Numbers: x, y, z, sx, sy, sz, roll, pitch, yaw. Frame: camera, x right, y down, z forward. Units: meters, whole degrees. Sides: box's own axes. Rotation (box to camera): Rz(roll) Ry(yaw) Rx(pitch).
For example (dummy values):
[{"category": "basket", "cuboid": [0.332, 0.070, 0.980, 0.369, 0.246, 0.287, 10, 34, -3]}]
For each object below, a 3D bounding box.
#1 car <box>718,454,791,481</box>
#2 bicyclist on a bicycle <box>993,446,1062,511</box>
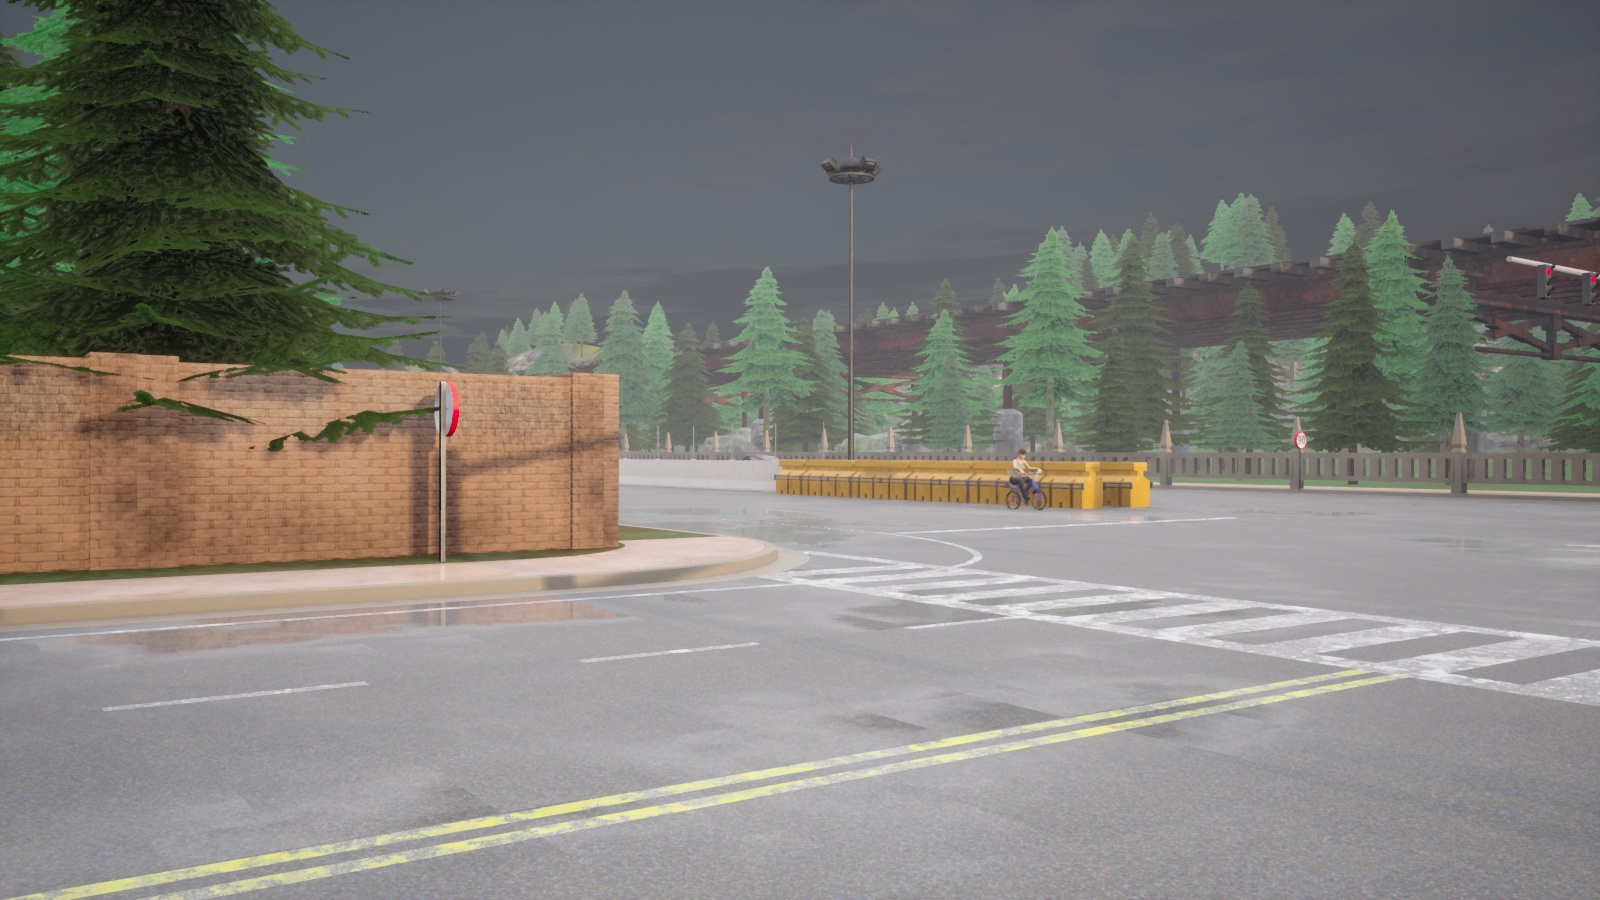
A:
[{"category": "car", "cuboid": [-2.566, 0.946, 69.476, 1.812, 1.442, 4.674, 0, 0, -35]}, {"category": "bicyclist on a bicycle", "cuboid": [5.890, 0.744, 32.551, 0.866, 1.612, 1.509, 0, -4, -34]}]
